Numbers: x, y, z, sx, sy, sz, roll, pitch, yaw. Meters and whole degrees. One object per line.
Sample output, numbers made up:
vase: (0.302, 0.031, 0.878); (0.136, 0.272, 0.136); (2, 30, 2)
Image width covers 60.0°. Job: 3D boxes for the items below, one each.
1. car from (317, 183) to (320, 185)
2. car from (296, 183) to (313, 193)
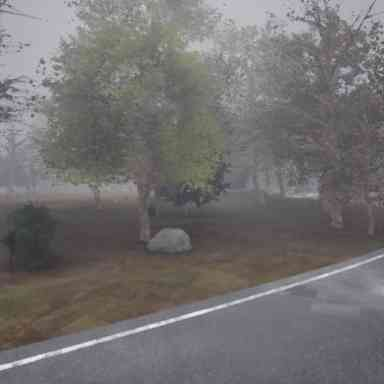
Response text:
car: (28.142, -2.153, 69.594); (4.181, 1.385, 1.994); (-6, 3, -28)
car: (18.588, -0.888, 55.249); (2.097, 1.767, 4.553); (-4, 3, 8)
